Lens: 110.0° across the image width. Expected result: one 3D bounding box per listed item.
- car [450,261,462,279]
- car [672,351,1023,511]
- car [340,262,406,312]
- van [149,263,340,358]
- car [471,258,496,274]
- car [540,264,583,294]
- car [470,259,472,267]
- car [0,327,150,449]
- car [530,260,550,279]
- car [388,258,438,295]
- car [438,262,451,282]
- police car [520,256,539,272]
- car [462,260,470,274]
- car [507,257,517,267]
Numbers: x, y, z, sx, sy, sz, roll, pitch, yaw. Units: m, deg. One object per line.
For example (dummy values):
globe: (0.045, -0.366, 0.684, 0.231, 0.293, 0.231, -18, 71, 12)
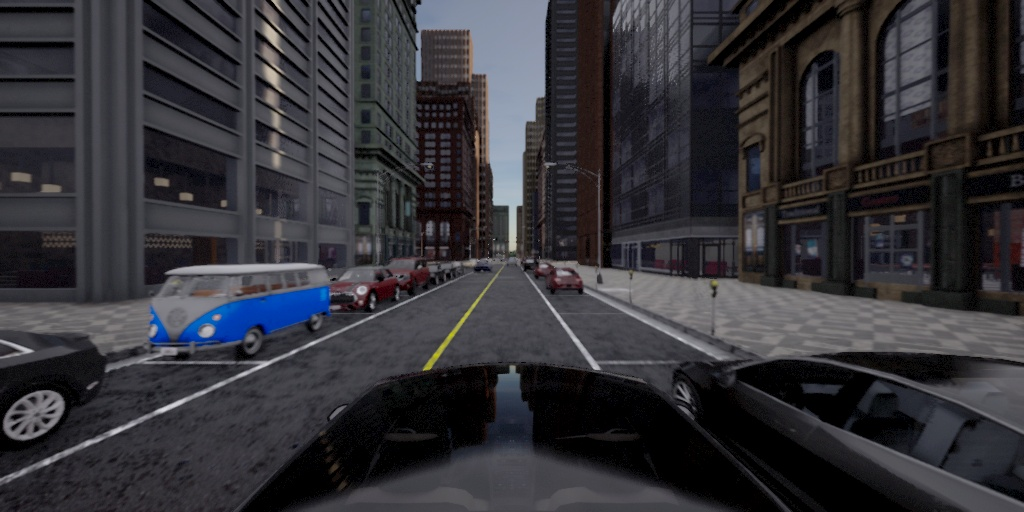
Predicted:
car: (-5.771, 1.222, 30.669, 1.948, 1.339, 4.313, 0, 0, 0)
car: (2.762, 1.314, 2.495, 1.948, 1.339, 4.313, 0, 0, 0)
car: (-5.766, 1.150, 13.759, 1.967, 1.591, 4.097, 0, 0, 0)
van: (-5.765, 1.069, 8.123, 1.690, 1.789, 3.998, 0, 0, 0)
car: (-3.102, 1.230, 39.653, 1.895, 1.301, 4.718, 0, 0, 0)
car: (2.757, 1.275, 19.405, 1.802, 1.307, 4.207, 0, 0, 0)
car: (-5.777, 1.117, 53.045, 1.751, 1.417, 4.829, 0, 0, 0)
car: (-5.763, 1.297, 2.486, 2.007, 1.370, 4.403, 0, 0, 0)
car: (2.754, 1.239, 30.677, 1.802, 1.307, 4.207, 0, 0, 0)
car: (-5.768, 1.007, 19.396, 2.192, 1.841, 5.009, 0, 0, 0)
car: (-5.769, 1.239, 25.033, 1.948, 1.339, 4.313, 0, 0, 0)
police car: (2.355, 1.044, 43.310, 1.930, 1.638, 5.238, 0, 0, 0)
car: (-5.772, 1.189, 36.306, 2.007, 1.370, 4.403, 0, 0, 0)
car: (-0.016, 1.119, 62.181, 2.033, 1.411, 5.357, 0, 0, 0)
